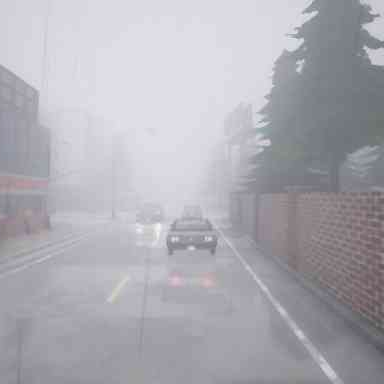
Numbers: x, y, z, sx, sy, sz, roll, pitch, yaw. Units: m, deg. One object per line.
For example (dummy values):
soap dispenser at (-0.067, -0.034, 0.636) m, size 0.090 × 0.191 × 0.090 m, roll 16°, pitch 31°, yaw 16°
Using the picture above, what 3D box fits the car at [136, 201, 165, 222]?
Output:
car at (-3.525, 1.623, 28.824) m, size 2.097 × 1.767 × 4.553 m, roll 0°, pitch 0°, yaw 0°

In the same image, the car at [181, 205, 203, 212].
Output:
car at (-0.022, 1.823, 28.997) m, size 2.033 × 1.411 × 5.357 m, roll 0°, pitch -1°, yaw 0°

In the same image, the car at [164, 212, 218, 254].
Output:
car at (-0.010, 1.735, 14.113) m, size 1.895 × 1.301 × 4.718 m, roll 0°, pitch -1°, yaw 0°
